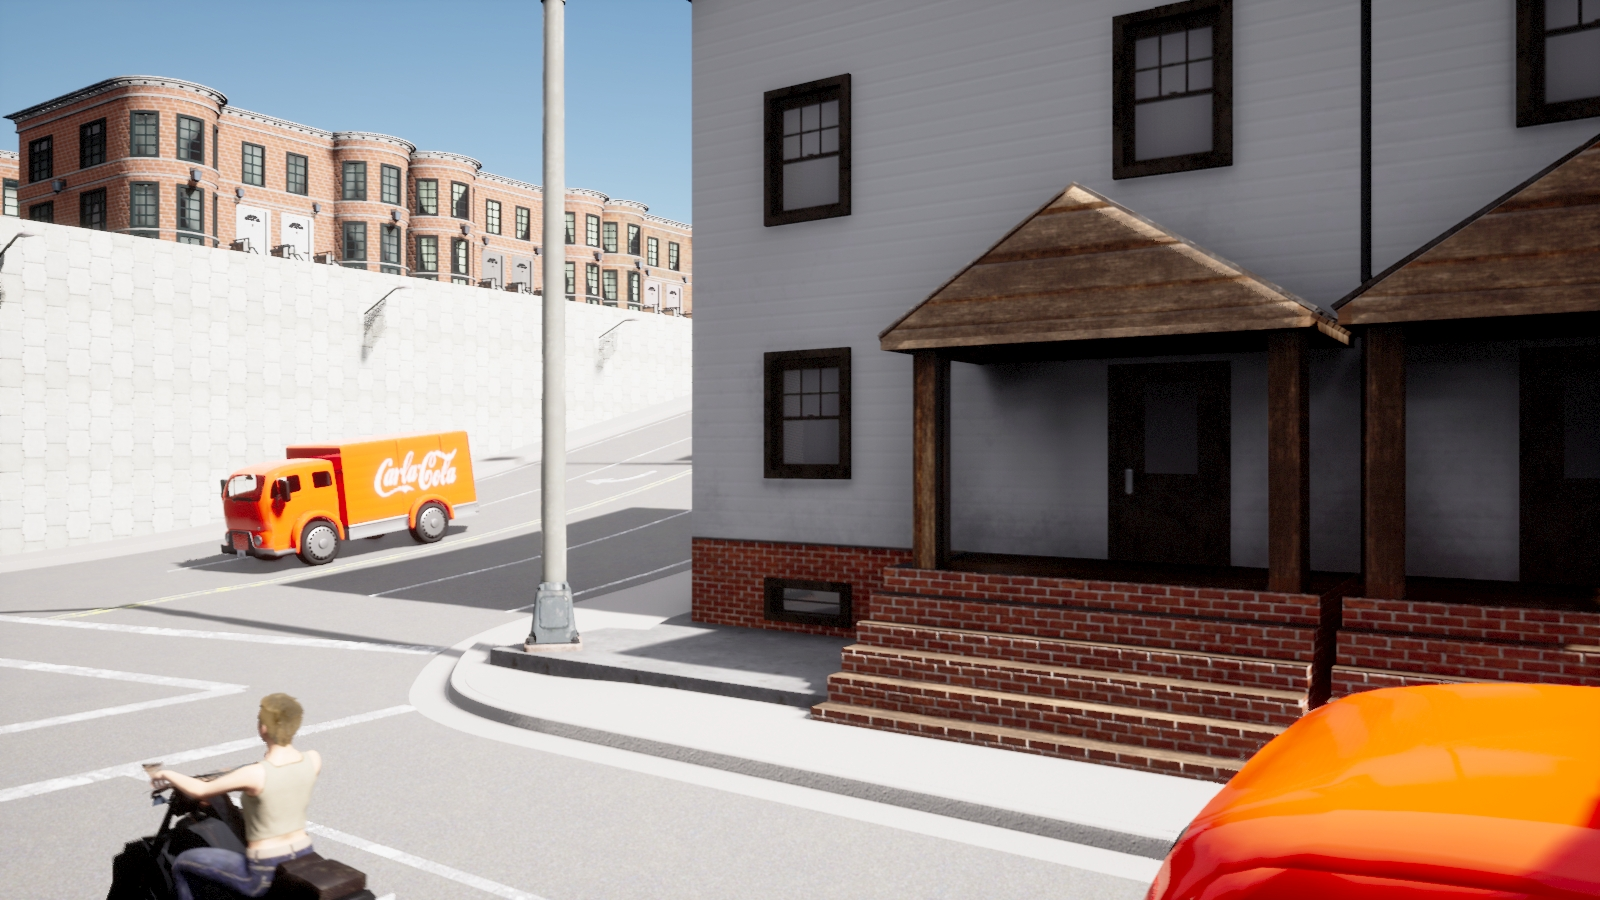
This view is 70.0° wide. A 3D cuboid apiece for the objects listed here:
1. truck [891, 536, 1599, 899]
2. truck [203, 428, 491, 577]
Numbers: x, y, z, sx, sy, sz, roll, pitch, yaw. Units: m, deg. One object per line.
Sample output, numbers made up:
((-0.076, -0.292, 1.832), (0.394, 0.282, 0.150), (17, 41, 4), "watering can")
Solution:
((3.044, 1.576, 1.652), (5.204, 2.467, 2.627), (1, 0, 35), "truck")
((-9.945, 1.005, 25.561), (2.627, 2.467, 5.204), (0, 7, 35), "truck")
